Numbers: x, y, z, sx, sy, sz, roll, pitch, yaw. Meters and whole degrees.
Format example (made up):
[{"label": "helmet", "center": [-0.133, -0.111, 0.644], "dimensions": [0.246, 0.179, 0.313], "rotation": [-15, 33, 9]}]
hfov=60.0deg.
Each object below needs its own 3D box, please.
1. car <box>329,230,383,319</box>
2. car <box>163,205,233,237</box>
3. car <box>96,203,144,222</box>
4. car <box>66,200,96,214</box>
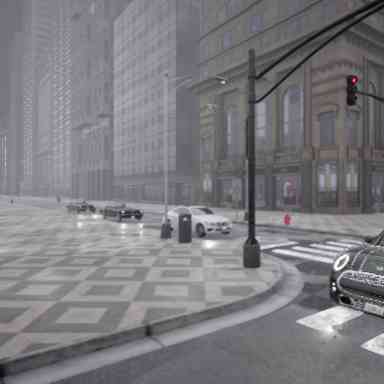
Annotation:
[{"label": "car", "center": [4.848, 1.341, 6.813], "dimensions": [4.553, 1.767, 2.097], "rotation": [0, 0, -35]}, {"label": "car", "center": [0.163, 1.462, 17.887], "dimensions": [1.812, 1.442, 4.674], "rotation": [0, 0, -37]}, {"label": "car", "center": [-5.584, 1.509, 26.011], "dimensions": [1.895, 1.301, 4.718], "rotation": [0, 0, -35]}, {"label": "car", "center": [-11.460, 1.484, 34.307], "dimensions": [1.895, 1.301, 4.718], "rotation": [0, 0, -35]}]
